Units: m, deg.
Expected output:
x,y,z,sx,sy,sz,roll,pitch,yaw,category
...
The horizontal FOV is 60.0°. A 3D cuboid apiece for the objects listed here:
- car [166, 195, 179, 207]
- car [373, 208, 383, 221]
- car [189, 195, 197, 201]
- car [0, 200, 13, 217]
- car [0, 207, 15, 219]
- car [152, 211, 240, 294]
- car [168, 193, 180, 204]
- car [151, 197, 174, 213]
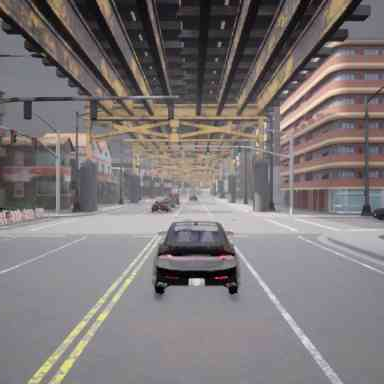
x,y,z,sx,sy,sz,roll,pitch,yaw,category
-3.415,1.552,48.337,2.033,1.411,5.357,0,0,0,car
16.460,1.480,25.311,5.008,1.535,1.882,0,0,0,car
0.295,1.379,78.620,1.812,1.442,4.674,0,1,0,car
-16.715,1.298,25.985,4.536,1.218,1.853,0,0,-20,car
-16.666,1.455,26.003,4.974,1.542,2.038,0,0,-20,car
0.106,1.493,8.747,2.128,1.511,4.902,0,0,0,car
-3.354,1.211,59.030,2.150,2.045,5.566,0,0,1,car
-3.466,1.605,37.970,1.895,1.301,4.718,0,0,1,car
